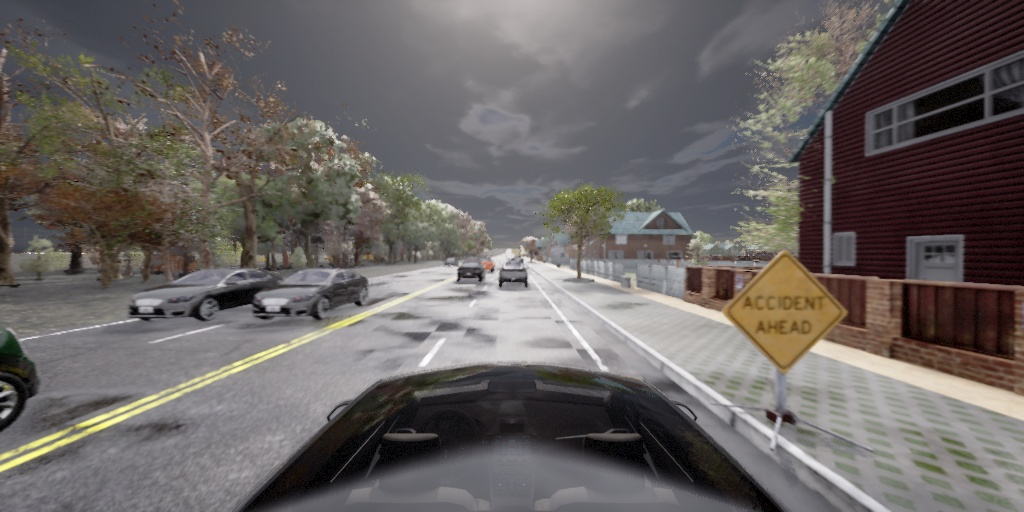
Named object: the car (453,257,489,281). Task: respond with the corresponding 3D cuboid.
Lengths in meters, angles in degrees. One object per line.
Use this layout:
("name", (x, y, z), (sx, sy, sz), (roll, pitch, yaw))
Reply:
("car", (-3.115, 1.108, 28.148), (1.882, 1.535, 5.008), (0, 1, 0))

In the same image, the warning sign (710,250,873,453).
("warning sign", (2.850, 0.866, 3.808), (1.300, 1.860, 1.060), (0, 0, 0))

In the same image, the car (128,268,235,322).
("car", (-9.823, 1.169, 12.090), (2.128, 1.511, 4.902), (0, 0, 0))

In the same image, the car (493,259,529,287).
("car", (0.095, 1.152, 23.524), (2.128, 1.511, 4.902), (0, 0, 0))

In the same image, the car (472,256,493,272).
("car", (-3.093, 0.919, 41.951), (2.097, 1.767, 4.553), (0, 0, 0))

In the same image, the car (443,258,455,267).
("car", (-9.699, 0.998, 57.613), (1.812, 1.442, 4.674), (0, 0, 1))

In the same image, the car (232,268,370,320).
("car", (-6.572, 1.178, 12.341), (2.128, 1.511, 4.902), (0, 0, 0))

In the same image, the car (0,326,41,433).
("car", (-6.599, 1.080, 2.168), (2.097, 1.767, 4.553), (0, 0, 0))

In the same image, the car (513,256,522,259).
("car", (0.148, 1.083, 42.450), (1.837, 1.490, 4.892), (0, 1, 0))
